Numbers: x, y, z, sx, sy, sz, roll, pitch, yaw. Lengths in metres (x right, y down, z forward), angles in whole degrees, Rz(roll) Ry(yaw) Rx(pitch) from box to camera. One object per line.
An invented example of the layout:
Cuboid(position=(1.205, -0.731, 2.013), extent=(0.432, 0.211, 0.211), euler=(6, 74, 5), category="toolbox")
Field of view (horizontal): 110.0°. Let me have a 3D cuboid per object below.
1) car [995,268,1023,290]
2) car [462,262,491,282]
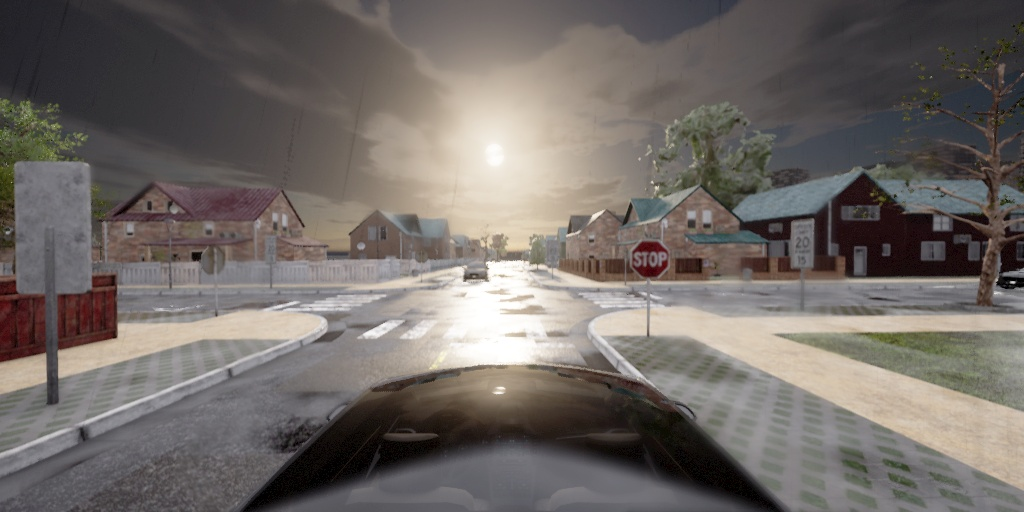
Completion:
Cuboid(position=(27.644, 1.043, 18.128), extent=(4.892, 1.490, 1.837), euler=(-1, 1, -2), category="car")
Cuboid(position=(-2.773, 1.239, 28.700), extent=(1.837, 1.490, 4.892), euler=(0, 0, 0), category="car")
